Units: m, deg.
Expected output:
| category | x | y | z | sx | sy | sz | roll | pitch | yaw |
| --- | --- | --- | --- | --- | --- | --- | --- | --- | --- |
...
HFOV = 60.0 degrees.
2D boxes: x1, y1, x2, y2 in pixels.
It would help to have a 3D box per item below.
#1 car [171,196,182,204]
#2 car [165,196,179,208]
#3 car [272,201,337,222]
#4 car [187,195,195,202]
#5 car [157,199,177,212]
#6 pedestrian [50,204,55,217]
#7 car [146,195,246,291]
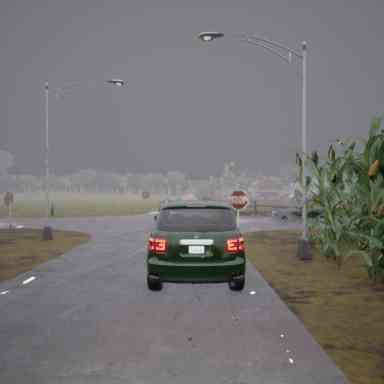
| category | x | y | z | sx | sy | sz | roll | pitch | yaw |
| --- | --- | --- | --- | --- | --- | --- | --- | --- | --- |
| car | -2.916 | 1.558 | 63.531 | 1.994 | 1.385 | 4.181 | 0 | 0 | 1 |
| car | -2.929 | 1.468 | 50.280 | 1.882 | 1.535 | 5.008 | 0 | 0 | 0 |
| car | 8.738 | 1.471 | 25.972 | 4.902 | 1.511 | 2.128 | 0 | 2 | -4 |
| car | -0.151 | 1.479 | 80.826 | 1.882 | 1.535 | 5.008 | 0 | 0 | 0 |
| car | -2.921 | 1.553 | 39.842 | 1.994 | 1.385 | 4.181 | 0 | 0 | 0 |
| pedestrian | -12.236 | 1.613 | 29.176 | 0.500 | 1.100 | 0.500 | 0 | 2 | 0 |
| car | 0.087 | 1.217 | 9.161 | 2.150 | 2.045 | 5.566 | 0 | 0 | 0 |
